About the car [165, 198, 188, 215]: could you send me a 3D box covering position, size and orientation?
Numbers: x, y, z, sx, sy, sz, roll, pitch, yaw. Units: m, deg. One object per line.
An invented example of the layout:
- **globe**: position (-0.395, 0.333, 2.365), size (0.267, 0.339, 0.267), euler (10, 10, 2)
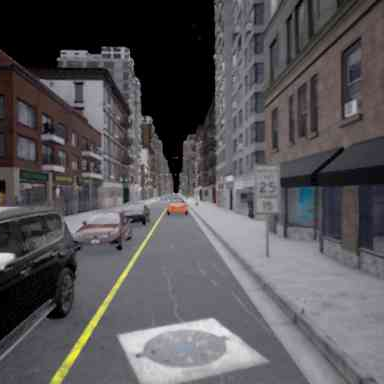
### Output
- **car**: position (-1.523, 1.449, 34.858), size (2.097, 1.767, 4.553), euler (-1, 0, -2)

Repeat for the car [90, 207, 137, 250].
- **car**: position (-3.743, 1.604, 14.757), size (1.812, 1.442, 4.674), euler (-1, 0, -3)

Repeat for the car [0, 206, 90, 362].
- **car**: position (-3.267, 1.269, 4.526), size (2.150, 2.045, 5.566), euler (-1, 0, -3)

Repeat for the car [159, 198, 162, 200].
- **car**: position (-6.425, 1.505, 74.051), size (2.033, 1.411, 5.357), euler (-1, 0, -3)

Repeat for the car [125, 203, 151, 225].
- **car**: position (-4.210, 1.584, 25.005), size (1.882, 1.535, 5.008), euler (-1, 0, -2)

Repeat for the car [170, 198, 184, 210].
- **car**: position (-2.072, 1.627, 45.597), size (1.837, 1.490, 4.892), euler (-1, 0, -2)
